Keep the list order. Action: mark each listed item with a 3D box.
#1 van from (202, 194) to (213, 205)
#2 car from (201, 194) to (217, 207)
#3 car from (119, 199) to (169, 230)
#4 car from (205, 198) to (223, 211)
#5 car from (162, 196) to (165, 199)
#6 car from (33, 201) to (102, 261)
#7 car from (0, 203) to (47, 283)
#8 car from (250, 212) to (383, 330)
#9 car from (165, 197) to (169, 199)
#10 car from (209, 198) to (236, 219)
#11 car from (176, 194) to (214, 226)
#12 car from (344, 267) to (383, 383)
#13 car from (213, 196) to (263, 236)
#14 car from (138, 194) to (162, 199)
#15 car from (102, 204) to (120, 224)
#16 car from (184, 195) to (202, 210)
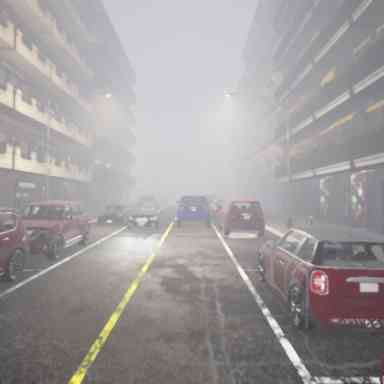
[{"bbox_3d":[2.578,1.244,56.599,1.690,1.788,3.998,1,0,0],"label":"van"},{"bbox_3d":[2.577,1.219,51.067,2.192,1.841,5.009,1,0,0],"label":"car"},{"bbox_3d":[-2.740,1.434,20.498,2.128,1.511,4.902,0,0,0],"label":"car"},{"bbox_3d":[2.567,1.493,40.004,1.802,1.307,4.206,1,0,0],"label":"car"},{"bbox_3d":[-5.277,1.451,45.594,1.887,1.381,4.507,1,0,0],"label":"car"},{"bbox_3d":[-5.285,1.278,12.410,2.192,1.841,5.009,1,0,0],"label":"car"},{"bbox_3d":[-5.288,1.294,6.880,2.192,1.841,5.009,1,0,0],"label":"car"},{"bbox_3d":[2.597,1.420,6.816,1.967,1.590,4.097,1,0,0],"label":"car"},{"bbox_3d":[-5.271,1.486,62.188,1.802,1.307,4.206,1,0,0],"label":"car"},{"bbox_3d":[2.564,1.367,28.941,1.967,1.590,4.097,1,0,0],"label":"car"},{"bbox_3d":[0.109,1.161,22.697,2.150,2.045,5.566,0,0,0],"label":"car"},{"bbox_3d":[2.584,1.541,1.285,1.887,1.381,4.507,1,0,0],"label":"car"},{"bbox_3d":[2.563,1.264,17.878,2.192,1.841,5.009,1,0,0],"label":"car"},{"bbox_3d":[-5.274,1.226,40.062,2.192,1.841,5.009,1,0,0],"label":"car"},{"bbox_3d":[-5.287,1.502,23.473,1.947,1.339,4.313,1,0,0],"label":"car"},{"bbox_3d":[0.120,1.261,41.903,2.097,1.767,4.553,0,0,0],"label":"car"}]
